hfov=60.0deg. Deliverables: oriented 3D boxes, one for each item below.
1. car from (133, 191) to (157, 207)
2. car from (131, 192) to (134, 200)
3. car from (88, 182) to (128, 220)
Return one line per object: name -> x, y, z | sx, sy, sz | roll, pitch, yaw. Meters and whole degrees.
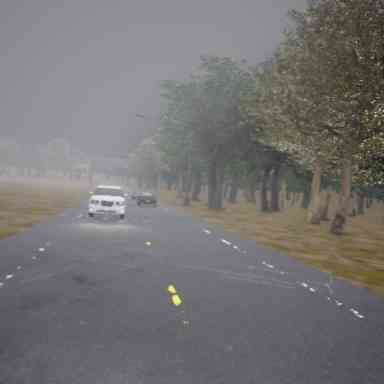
car -> -4.975, 0.699, 36.155 | 1.882, 1.535, 5.008 | 4, 1, -13
car -> -7.595, 0.471, 47.408 | 1.895, 1.301, 4.718 | 4, 1, -13
car -> -5.572, 0.584, 22.199 | 2.150, 2.045, 5.566 | 4, 1, -13
